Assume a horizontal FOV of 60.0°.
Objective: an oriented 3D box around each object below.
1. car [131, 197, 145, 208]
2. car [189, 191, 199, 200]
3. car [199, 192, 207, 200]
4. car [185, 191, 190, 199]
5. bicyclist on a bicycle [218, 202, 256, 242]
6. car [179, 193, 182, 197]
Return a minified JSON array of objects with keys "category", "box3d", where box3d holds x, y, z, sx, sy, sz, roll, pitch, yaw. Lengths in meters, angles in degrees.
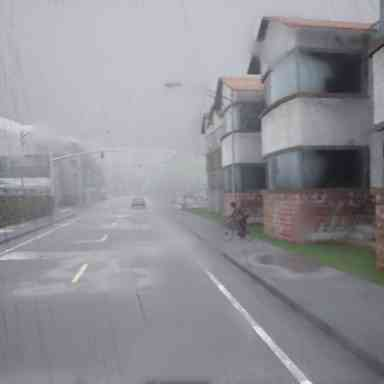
[{"category":"car","box3d":[-7.530,1.428,46.775,2.033,1.411,5.357,-2,0,-9]},{"category":"car","box3d":[2.583,0.840,71.911,5.027,1.636,2.152,-1,0,-10]},{"category":"car","box3d":[3.954,0.913,65.634,3.806,1.475,1.970,-1,0,-10]},{"category":"car","box3d":[0.486,0.761,84.533,3.866,1.878,1.905,-1,0,-10]},{"category":"bicyclist on a bicycle","box3d":[1.840,1.210,13.581,1.656,1.620,0.582,-1,0,-9]},{"category":"car","box3d":[-0.396,0.790,87.332,4.605,1.855,1.932,-1,0,-10]}]
